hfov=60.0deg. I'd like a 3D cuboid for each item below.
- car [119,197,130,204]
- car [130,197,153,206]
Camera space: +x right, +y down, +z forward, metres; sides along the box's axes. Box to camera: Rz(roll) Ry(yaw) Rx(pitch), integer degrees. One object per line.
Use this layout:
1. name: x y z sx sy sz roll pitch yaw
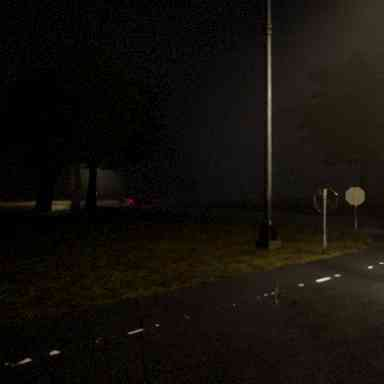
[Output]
1. car: -12.587 1.648 64.091 1.994 1.385 4.181 1 0 -34
2. car: -8.545 1.566 58.037 1.882 1.535 5.008 1 0 -33
